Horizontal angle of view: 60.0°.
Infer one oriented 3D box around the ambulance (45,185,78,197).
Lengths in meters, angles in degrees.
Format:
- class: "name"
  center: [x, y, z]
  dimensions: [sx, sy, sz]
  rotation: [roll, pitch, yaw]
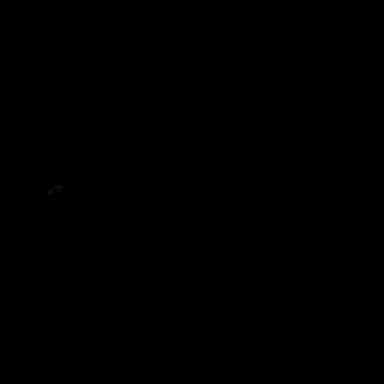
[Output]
- class: "ambulance"
  center: [-25.986, -0.211, 66.497]
  dimensions: [2.351, 2.431, 6.366]
  rotation: [-1, 0, 35]
